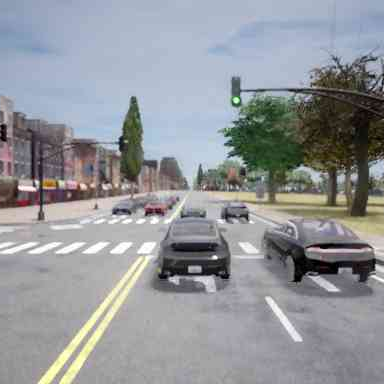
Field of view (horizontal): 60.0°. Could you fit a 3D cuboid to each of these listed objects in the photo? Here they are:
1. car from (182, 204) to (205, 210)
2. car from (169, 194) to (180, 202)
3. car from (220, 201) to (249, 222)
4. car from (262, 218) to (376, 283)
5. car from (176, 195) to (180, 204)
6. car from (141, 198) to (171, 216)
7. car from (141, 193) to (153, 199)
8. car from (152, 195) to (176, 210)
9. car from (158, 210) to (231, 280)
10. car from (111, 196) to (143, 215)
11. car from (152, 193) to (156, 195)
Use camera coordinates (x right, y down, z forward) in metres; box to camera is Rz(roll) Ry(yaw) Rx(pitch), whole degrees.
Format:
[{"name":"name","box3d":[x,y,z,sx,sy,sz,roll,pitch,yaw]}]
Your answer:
[{"name":"car","box3d":[0.099,1.573,26.503,1.895,1.301,4.718,0,0,0]},{"name":"car","box3d":[-3.261,1.137,62.950,1.895,1.301,4.718,0,1,0]},{"name":"car","box3d":[3.348,1.464,26.509,2.128,1.511,4.902,0,0,0]},{"name":"car","box3d":[3.347,1.512,9.685,2.128,1.511,4.902,0,0,0]},{"name":"car","box3d":[-3.321,1.306,50.410,1.895,1.301,4.718,0,1,0]},{"name":"car","box3d":[-3.350,1.533,31.611,1.895,1.301,4.718,0,0,0]},{"name":"car","box3d":[-6.591,1.309,43.157,1.837,1.490,4.892,0,1,0]},{"name":"car","box3d":[-3.348,1.402,40.415,1.994,1.385,4.181,0,1,0]},{"name":"car","box3d":[0.033,1.525,10.018,1.837,1.490,4.892,0,0,-1]},{"name":"car","box3d":[-6.597,1.465,33.335,2.033,1.411,5.357,0,0,0]},{"name":"car","box3d":[-6.553,1.017,53.375,2.097,1.767,4.553,0,1,0]}]
